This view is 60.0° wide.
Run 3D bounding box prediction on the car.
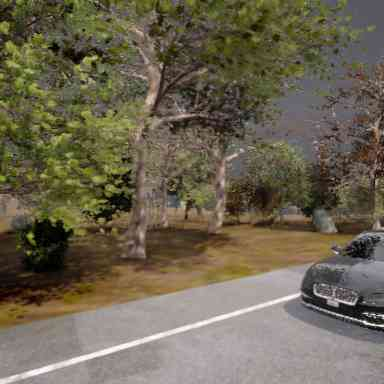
[{"bbox_3d":[4.216,1.509,6.696,4.892,1.490,1.837,0,0,-35],"label":"car"}]
